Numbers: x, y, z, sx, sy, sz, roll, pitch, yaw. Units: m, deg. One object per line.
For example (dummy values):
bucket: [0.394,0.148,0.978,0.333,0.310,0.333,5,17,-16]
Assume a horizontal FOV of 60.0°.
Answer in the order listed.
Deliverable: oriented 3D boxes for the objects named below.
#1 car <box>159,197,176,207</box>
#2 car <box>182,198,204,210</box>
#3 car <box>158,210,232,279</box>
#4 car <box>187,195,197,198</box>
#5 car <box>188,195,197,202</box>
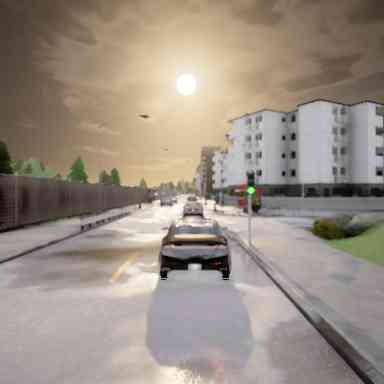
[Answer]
car: [-4.054,1.583,52.959,1.837,1.490,4.892,0,0,0]
car: [0.106,1.592,30.437,2.033,1.411,5.357,0,0,0]
car: [0.079,1.507,10.046,2.128,1.511,4.902,0,0,0]
car: [0.026,1.459,72.510,2.097,1.767,4.553,0,0,0]
car: [0.030,1.542,82.541,2.128,1.511,4.902,0,0,0]
